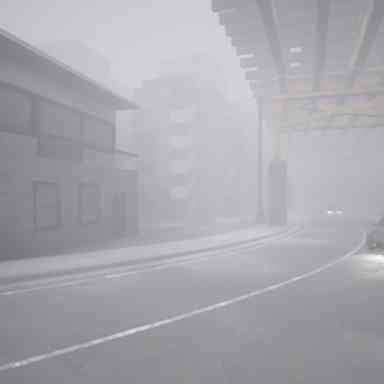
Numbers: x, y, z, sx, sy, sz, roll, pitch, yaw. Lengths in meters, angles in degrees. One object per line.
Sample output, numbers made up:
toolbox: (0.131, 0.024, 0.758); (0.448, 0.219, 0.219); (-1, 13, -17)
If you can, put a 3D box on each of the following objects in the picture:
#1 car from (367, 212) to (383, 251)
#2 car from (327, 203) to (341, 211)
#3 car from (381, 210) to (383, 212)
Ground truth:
car: (8.811, 1.779, 14.317); (1.994, 1.385, 4.181); (0, -1, 32)
car: (23.120, 2.421, 54.243); (1.895, 1.301, 4.718); (0, -1, 17)
car: (20.565, 2.101, 33.599); (1.994, 1.385, 4.181); (0, -1, 17)
